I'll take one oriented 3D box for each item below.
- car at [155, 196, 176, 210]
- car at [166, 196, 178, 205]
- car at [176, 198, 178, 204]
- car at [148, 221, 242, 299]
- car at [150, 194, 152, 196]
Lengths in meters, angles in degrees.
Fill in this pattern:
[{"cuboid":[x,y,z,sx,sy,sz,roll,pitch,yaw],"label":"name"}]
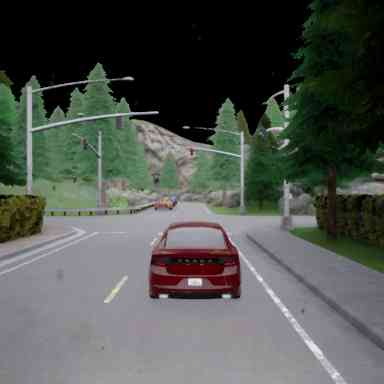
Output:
[{"cuboid":[-3.554,1.352,42.594,2.097,1.767,4.553,0,0,0],"label":"car"},{"cuboid":[-3.751,1.477,61.905,1.882,1.535,5.008,0,0,-6],"label":"car"},{"cuboid":[-3.534,1.477,51.731,1.882,1.535,5.008,0,0,0],"label":"car"},{"cuboid":[0.075,1.478,8.490,1.882,1.535,5.008,0,0,0],"label":"car"},{"cuboid":[-10.937,1.355,79.637,4.553,1.767,2.097,0,0,24],"label":"car"}]
